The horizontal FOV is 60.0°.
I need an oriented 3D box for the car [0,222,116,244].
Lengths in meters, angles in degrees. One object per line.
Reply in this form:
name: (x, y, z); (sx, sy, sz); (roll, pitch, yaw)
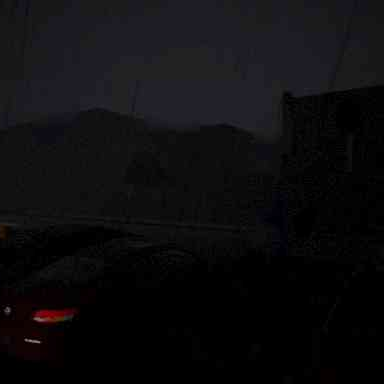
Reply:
car: (-3.134, 1.508, 7.346); (2.163, 1.488, 4.792); (0, 0, 35)

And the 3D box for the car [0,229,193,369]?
car: (-0.853, 1.520, 5.751); (2.002, 1.452, 4.674); (0, 0, 35)

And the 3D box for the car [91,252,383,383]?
car: (1.432, 1.510, 4.161); (2.163, 1.488, 4.792); (0, 0, 35)
